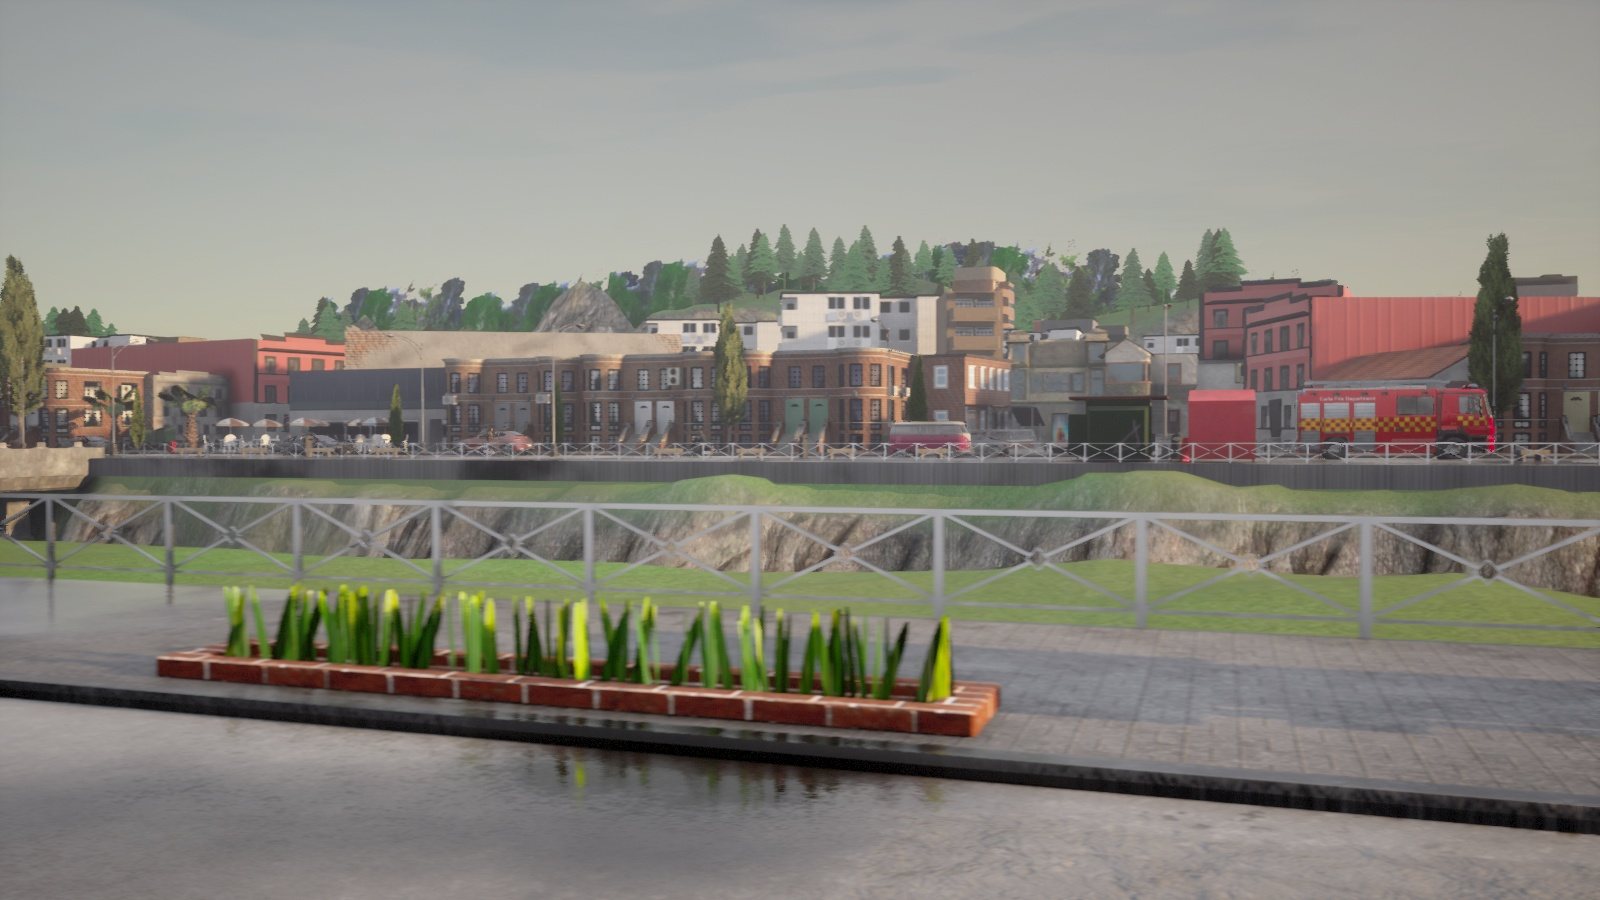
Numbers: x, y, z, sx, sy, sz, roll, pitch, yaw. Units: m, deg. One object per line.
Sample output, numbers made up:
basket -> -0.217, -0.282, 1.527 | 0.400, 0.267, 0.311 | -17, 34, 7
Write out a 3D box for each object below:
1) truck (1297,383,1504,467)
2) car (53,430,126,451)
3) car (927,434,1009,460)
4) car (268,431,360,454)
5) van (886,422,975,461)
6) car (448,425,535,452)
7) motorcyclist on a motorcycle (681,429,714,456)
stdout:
truck -> 28.153, -1.182, 59.332 | 8.468, 3.827, 2.891 | 1, 1, 19
car -> -48.045, -0.651, 84.961 | 4.181, 1.385, 1.994 | 1, 1, 19
car -> 9.349, -0.194, 69.890 | 4.181, 1.385, 1.994 | 1, 1, 19
car -> -30.610, -0.508, 79.101 | 5.357, 1.411, 2.033 | 1, 1, 19
van -> 6.912, -0.459, 66.485 | 4.442, 1.987, 1.775 | 1, 1, 19
car -> -19.548, -0.743, 79.597 | 5.027, 1.651, 2.152 | 1, 1, 19
motorcyclist on a motorcycle -> -6.131, -0.446, 75.090 | 1.817, 1.590, 0.866 | 1, 1, 19
